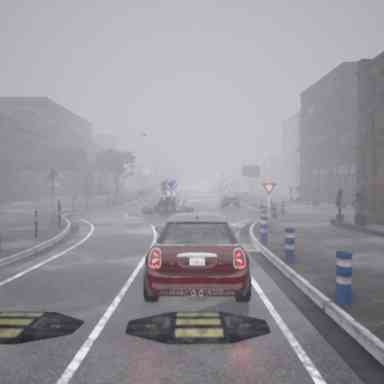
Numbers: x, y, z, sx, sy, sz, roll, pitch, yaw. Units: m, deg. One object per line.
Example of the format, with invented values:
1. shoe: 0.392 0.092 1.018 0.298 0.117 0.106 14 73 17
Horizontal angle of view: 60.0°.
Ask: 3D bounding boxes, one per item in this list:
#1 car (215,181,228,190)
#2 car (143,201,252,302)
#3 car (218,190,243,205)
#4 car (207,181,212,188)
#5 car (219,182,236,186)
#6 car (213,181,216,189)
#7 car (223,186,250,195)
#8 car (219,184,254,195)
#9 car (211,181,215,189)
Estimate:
1. car: 8.030 -0.858 65.833 5.566 2.045 2.435 0 3 -1
2. car: 0.121 1.276 8.254 2.097 1.767 4.553 0 1 1
3. car: 3.820 0.885 34.559 1.837 1.490 4.892 0 2 0
4. car: 7.643 -1.861 90.620 5.566 2.045 2.435 0 2 -1
5. car: 8.006 -0.603 63.086 4.553 1.767 2.185 0 3 -1
6. car: 7.861 -1.087 76.857 4.892 1.521 2.231 0 2 -1
7. car: 8.077 -0.304 60.342 4.674 1.452 2.002 0 3 -1
8. car: 7.925 -0.210 57.583 5.366 1.575 1.946 0 3 -1
9. car: 7.787 -1.308 82.364 5.008 1.535 2.097 0 2 -1
